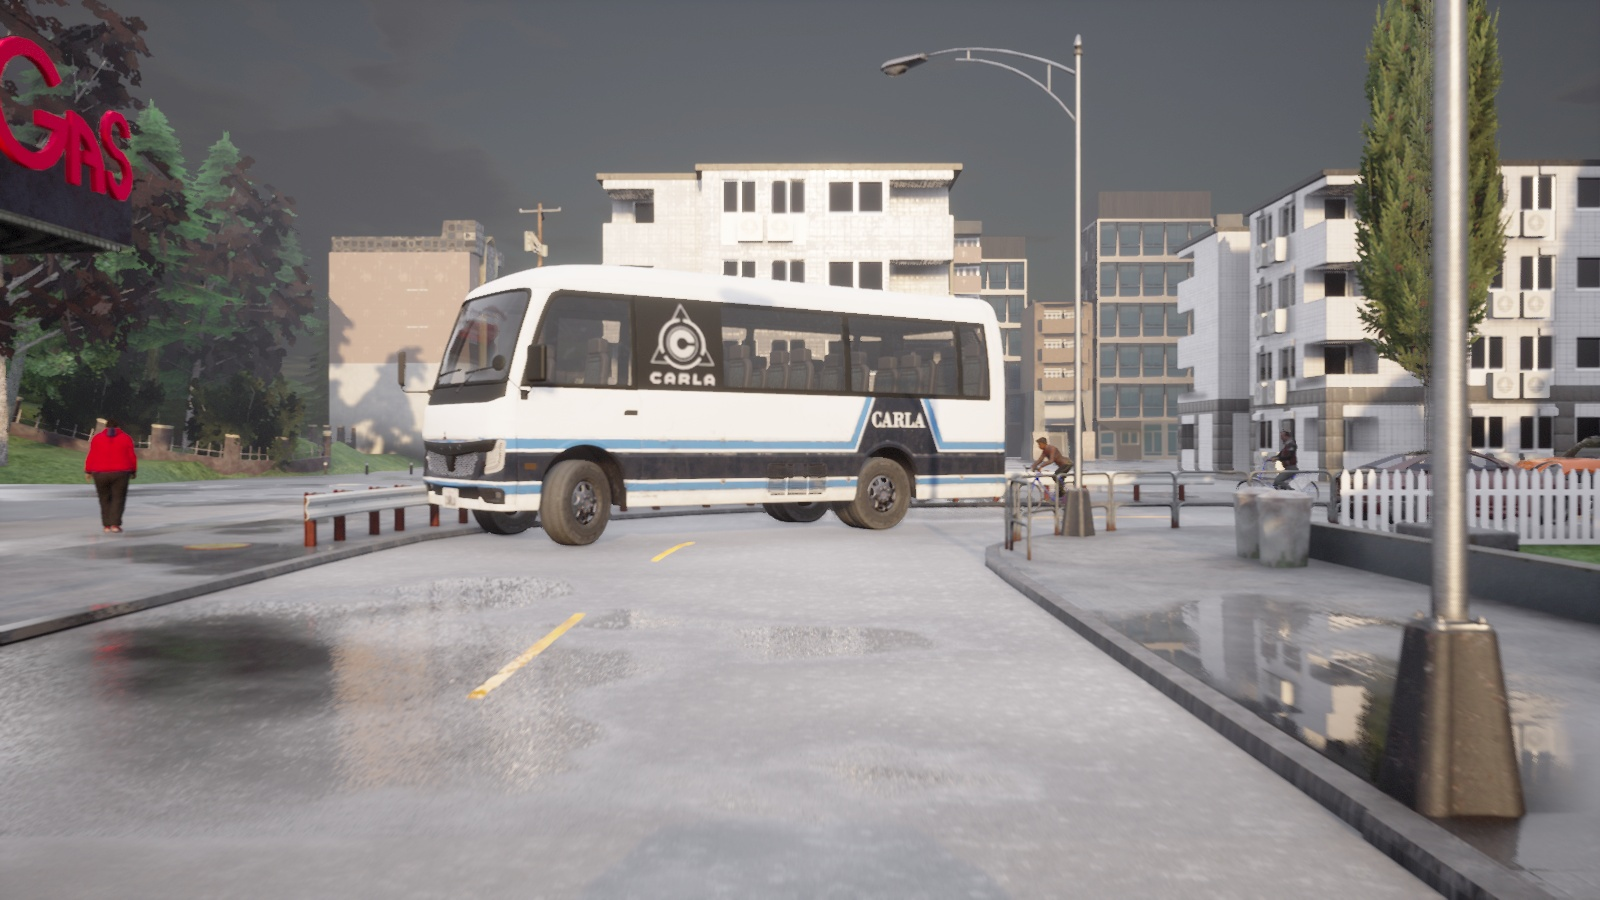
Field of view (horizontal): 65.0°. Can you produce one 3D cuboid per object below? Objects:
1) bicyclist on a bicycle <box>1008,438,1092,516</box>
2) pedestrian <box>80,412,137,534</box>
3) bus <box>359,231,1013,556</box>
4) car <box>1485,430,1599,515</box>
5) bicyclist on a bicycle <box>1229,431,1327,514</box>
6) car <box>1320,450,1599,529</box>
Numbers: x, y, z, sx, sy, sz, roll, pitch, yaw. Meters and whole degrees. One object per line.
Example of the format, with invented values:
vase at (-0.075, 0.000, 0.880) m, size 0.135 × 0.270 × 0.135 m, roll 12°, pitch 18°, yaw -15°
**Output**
bicyclist on a bicycle at (5.294, 0.557, 26.578) m, size 1.656 × 1.620 × 0.582 m, roll 0°, pitch 0°, yaw -14°
pedestrian at (-10.766, 0.348, 19.570) m, size 0.634 × 1.844 × 0.899 m, roll 0°, pitch 0°, yaw -20°
bus at (-1.561, -0.753, 21.008) m, size 10.273 × 4.253 × 3.944 m, roll 0°, pitch 1°, yaw -35°
car at (17.649, 0.468, 27.120) m, size 4.553 × 1.767 × 2.097 m, roll 0°, pitch 0°, yaw 0°
bicyclist on a bicycle at (10.322, 0.474, 27.152) m, size 1.843 × 1.776 × 0.659 m, roll 0°, pitch 0°, yaw 0°
car at (12.109, 0.691, 23.168) m, size 4.181 × 1.385 × 1.994 m, roll 0°, pitch 0°, yaw -1°
